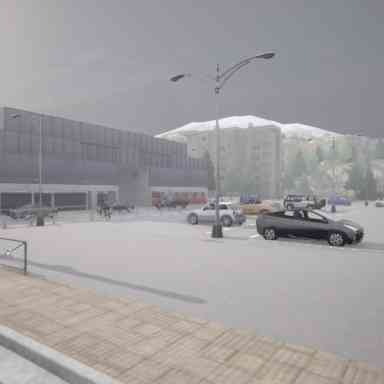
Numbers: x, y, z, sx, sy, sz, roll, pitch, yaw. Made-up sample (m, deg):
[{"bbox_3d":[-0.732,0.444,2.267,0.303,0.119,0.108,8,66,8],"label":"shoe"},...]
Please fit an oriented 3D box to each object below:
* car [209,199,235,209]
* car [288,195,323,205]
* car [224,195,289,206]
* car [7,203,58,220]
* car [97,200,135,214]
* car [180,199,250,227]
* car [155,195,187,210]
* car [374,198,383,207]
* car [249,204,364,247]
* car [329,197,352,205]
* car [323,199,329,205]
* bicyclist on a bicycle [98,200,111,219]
[{"bbox_3d":[4.647,1.777,51.173,1.895,1.301,4.718,0,0,35],"label":"car"},{"bbox_3d":[12.380,1.268,37.767,3.866,1.878,1.905,0,0,35],"label":"car"},{"bbox_3d":[4.971,1.345,27.337,5.027,1.636,2.152,0,0,35],"label":"car"},{"bbox_3d":[-14.562,1.740,30.518,1.994,1.385,4.181,0,0,35],"label":"car"},{"bbox_3d":[-8.805,1.668,38.616,2.128,1.511,4.902,0,0,35],"label":"car"},{"bbox_3d":[1.518,1.424,21.918,3.806,1.475,1.970,0,0,35],"label":"car"},{"bbox_3d":[-2.776,1.398,47.067,2.150,2.045,5.566,0,0,36],"label":"car"},{"bbox_3d":[28.925,1.576,48.718,3.806,1.475,1.970,0,0,35],"label":"car"},{"bbox_3d":[5.143,1.490,14.850,4.514,1.523,2.007,0,0,35],"label":"car"},{"bbox_3d":[24.601,1.565,55.445,3.633,1.501,1.845,0,0,35],"label":"car"},{"bbox_3d":[13.727,1.289,40.375,4.605,1.855,1.932,0,0,35],"label":"car"},{"bbox_3d":[-7.316,1.477,27.796,1.656,1.620,0.582,0,0,35],"label":"bicyclist on a bicycle"}]
